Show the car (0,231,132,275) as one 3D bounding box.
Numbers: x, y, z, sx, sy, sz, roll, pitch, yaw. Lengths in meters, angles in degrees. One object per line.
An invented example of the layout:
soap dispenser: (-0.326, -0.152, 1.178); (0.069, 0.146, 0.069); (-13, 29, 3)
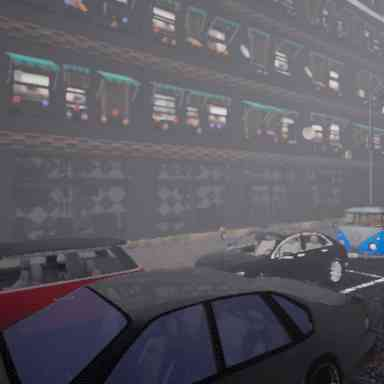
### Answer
car: (-2.582, 1.442, 4.691); (4.097, 1.590, 1.967); (0, -1, -35)

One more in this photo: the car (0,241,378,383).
car: (-0.341, 1.552, 3.134); (5.357, 1.411, 2.033); (0, 0, -35)

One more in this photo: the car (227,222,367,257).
car: (1.980, 1.569, 7.941); (4.403, 1.369, 2.008); (0, -1, -35)

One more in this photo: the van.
van: (6.541, 1.375, 11.196); (3.998, 1.788, 1.690); (0, -1, -35)
